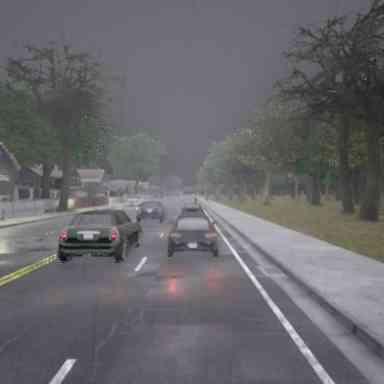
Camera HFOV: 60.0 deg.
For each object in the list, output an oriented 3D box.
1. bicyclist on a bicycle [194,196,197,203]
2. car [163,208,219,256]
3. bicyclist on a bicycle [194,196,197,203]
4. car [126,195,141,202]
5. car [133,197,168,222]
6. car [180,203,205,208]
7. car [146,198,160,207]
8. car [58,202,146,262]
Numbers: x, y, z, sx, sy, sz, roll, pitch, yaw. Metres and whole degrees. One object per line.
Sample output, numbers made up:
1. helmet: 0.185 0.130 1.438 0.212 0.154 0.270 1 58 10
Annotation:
1. bicyclist on a bicycle: 0.885 1.865 82.269 0.866 1.612 1.509 0 0 0
2. car: 0.050 1.595 13.251 1.812 1.442 4.674 0 0 1
3. bicyclist on a bicycle: 0.890 1.832 73.271 0.582 1.620 1.656 0 -1 0
4. car: -9.809 1.516 56.892 2.150 2.045 5.566 0 0 1
5. car: -3.205 1.495 27.474 2.097 1.767 4.553 0 0 1
6. car: 0.044 1.651 27.620 1.837 1.490 4.892 0 0 1
7. car: -6.564 1.821 56.978 1.812 1.442 4.674 0 0 0
8. car: -3.205 1.417 12.477 2.097 1.767 4.553 0 0 1
